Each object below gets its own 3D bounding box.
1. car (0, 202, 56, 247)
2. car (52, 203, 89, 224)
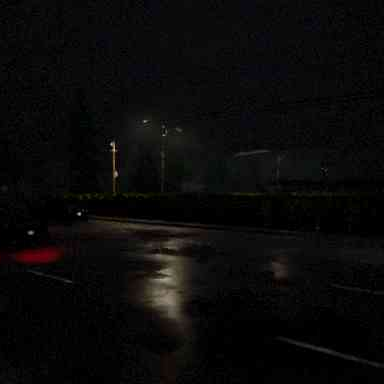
[{"bbox_3d":[-8.179,1.396,14.170,5.008,1.535,1.882,0,0,36],"label":"car"},{"bbox_3d":[-9.206,1.444,23.519,4.181,1.385,1.994,0,0,36],"label":"car"}]
